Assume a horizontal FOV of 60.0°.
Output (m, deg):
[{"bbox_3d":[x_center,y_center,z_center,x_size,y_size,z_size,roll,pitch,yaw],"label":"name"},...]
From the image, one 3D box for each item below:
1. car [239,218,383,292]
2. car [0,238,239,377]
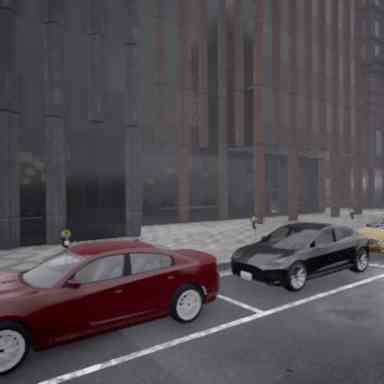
[{"bbox_3d":[3.002,1.503,8.797,4.313,1.339,1.947,-1,0,-36],"label":"car"},{"bbox_3d":[-1.585,1.530,5.521,4.507,1.381,1.887,-1,0,-36],"label":"car"}]
